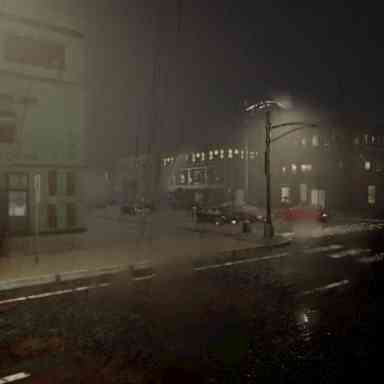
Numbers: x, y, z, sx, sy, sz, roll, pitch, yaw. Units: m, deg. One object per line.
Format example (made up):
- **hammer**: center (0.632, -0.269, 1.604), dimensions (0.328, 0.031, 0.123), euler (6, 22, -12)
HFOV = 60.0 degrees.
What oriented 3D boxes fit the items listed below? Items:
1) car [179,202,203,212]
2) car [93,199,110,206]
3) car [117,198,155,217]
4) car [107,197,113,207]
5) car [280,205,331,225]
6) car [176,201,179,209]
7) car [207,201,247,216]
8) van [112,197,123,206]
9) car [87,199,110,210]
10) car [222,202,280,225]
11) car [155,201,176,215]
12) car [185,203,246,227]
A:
- **car**: center (0.574, 1.872, 41.527), dimensions (1.802, 1.307, 4.206), euler (-2, 0, -35)
- **car**: center (-18.679, 2.197, 68.587), dimensions (1.887, 1.381, 4.507), euler (-2, 0, -35)
- **car**: center (-6.256, 1.826, 36.667), dimensions (1.967, 1.590, 4.097), euler (-2, 0, -35)
- **car**: center (-15.476, 1.909, 64.077), dimensions (2.192, 1.841, 5.009), euler (-2, 0, -35)
- **car**: center (8.494, 1.686, 25.771), dimensions (1.994, 1.385, 4.181), euler (-1, 0, -34)
- **car**: center (-2.634, 1.935, 46.037), dimensions (1.802, 1.307, 4.206), euler (-2, 0, -35)
- **car**: center (3.783, 1.778, 37.017), dimensions (2.008, 1.369, 4.403), euler (-2, 0, -35)
- **van**: center (-12.267, 1.876, 59.567), dimensions (1.690, 1.788, 3.998), euler (-2, 0, -35)
- **car**: center (-15.644, 2.208, 54.522), dimensions (1.895, 1.301, 4.718), euler (-1, 0, -35)
- **car**: center (4.049, 1.742, 26.667), dimensions (2.033, 1.411, 5.357), euler (-1, 0, -35)
- **car**: center (-4.398, 1.852, 38.546), dimensions (2.128, 1.511, 4.902), euler (-1, 0, -35)
- **car**: center (1.693, 1.794, 25.290), dimensions (1.947, 1.339, 4.313), euler (-2, 0, -35)
